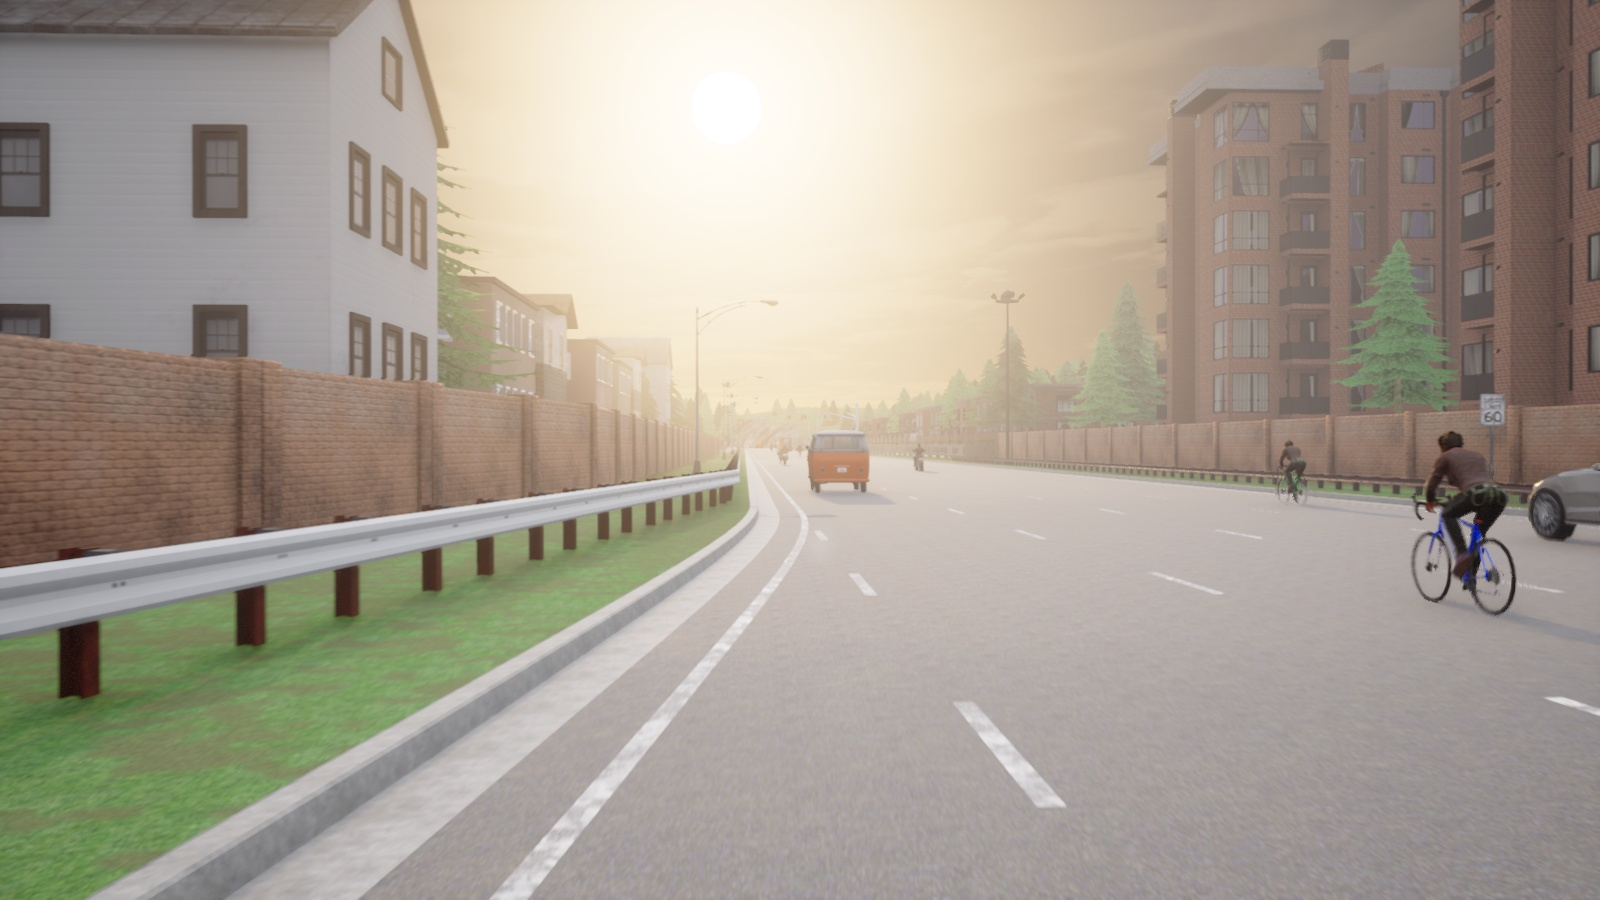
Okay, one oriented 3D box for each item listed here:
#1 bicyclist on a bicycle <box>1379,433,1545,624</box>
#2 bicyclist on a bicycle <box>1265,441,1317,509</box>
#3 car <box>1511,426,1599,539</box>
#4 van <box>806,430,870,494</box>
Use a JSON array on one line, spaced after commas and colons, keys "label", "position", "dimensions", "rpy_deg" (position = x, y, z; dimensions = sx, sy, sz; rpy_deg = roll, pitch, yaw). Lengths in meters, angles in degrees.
[{"label": "bicyclist on a bicycle", "position": [6.005, 0.666, 11.492], "dimensions": [0.582, 1.620, 1.656], "rpy_deg": [0, 0, -3]}, {"label": "bicyclist on a bicycle", "position": [12.133, 0.604, 31.073], "dimensions": [0.582, 1.620, 1.656], "rpy_deg": [0, 0, -3]}, {"label": "car", "position": [12.724, 0.476, 17.901], "dimensions": [2.152, 1.651, 5.027], "rpy_deg": [0, 0, -3]}, {"label": "van", "position": [1.182, 0.360, 40.885], "dimensions": [1.775, 1.987, 4.442], "rpy_deg": [0, 0, -3]}]
